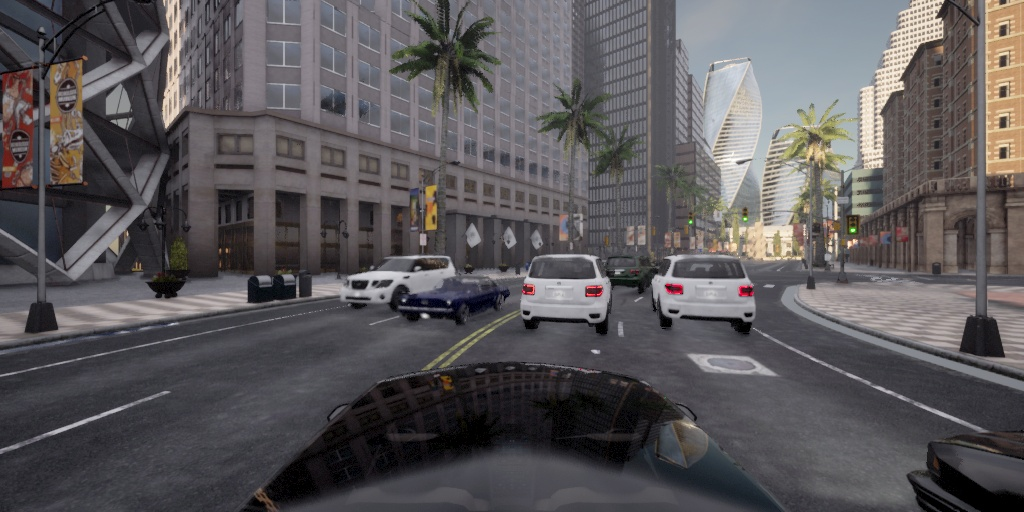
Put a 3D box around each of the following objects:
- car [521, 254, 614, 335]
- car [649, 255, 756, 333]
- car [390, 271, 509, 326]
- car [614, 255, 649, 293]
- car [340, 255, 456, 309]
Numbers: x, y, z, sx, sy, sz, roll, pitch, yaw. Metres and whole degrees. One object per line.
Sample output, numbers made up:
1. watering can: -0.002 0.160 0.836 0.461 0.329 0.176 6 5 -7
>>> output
1. car: 1.851 0.972 10.891 2.150 2.045 5.566 0 0 16
2. car: 5.606 0.973 11.111 2.150 2.045 5.566 0 0 19
3. car: -1.708 1.351 12.000 1.895 1.301 4.718 0 0 19
4. car: 7.187 0.974 21.012 2.150 2.045 5.566 0 0 36
5. car: -4.355 0.971 14.923 2.150 2.045 5.566 0 0 21
